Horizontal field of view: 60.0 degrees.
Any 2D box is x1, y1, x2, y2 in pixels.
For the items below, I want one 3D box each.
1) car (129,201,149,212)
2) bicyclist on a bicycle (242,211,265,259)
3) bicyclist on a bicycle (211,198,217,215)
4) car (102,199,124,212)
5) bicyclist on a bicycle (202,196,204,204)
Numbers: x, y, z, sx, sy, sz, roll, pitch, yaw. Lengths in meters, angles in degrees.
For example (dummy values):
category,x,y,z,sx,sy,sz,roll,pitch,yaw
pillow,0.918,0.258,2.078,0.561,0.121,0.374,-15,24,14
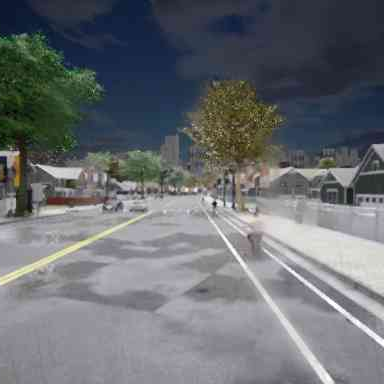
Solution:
category,x,y,z,sx,sy,sz,roll,pitch,yaw
car,-6.511,1.760,41.186,1.895,1.301,4.718,0,0,0
bicyclist on a bicycle,2.256,1.484,11.840,0.866,1.612,1.509,0,0,0
bicyclist on a bicycle,2.242,1.502,33.235,0.659,1.776,1.843,0,0,0
car,-9.760,1.665,41.422,2.128,1.511,4.902,0,0,0
bicyclist on a bicycle,2.235,1.692,66.394,0.582,1.620,1.656,0,-1,0
